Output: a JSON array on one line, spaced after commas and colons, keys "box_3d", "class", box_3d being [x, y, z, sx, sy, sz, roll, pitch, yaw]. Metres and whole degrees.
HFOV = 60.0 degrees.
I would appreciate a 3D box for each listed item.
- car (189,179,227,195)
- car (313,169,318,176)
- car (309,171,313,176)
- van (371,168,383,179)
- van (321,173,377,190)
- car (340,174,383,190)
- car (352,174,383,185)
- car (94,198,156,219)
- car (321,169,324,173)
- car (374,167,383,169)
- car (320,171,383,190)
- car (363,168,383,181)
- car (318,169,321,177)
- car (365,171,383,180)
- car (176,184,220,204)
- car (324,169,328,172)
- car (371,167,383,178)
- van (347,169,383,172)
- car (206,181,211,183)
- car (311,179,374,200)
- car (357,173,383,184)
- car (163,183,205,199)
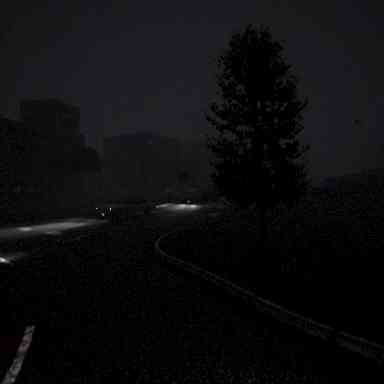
[{"box_3d": [2.177, -0.685, 44.259, 4.553, 1.767, 2.185, -2, 4, 14], "class": "car"}, {"box_3d": [27.023, -4.127, 80.501, 5.008, 1.535, 2.097, -2, 4, 15], "class": "car"}, {"box_3d": [25.369, -4.029, 78.080, 4.553, 1.767, 2.185, -2, 4, 15], "class": "car"}, {"box_3d": [36.544, -3.536, 62.787, 4.442, 1.987, 1.878, -1, 4, 15], "class": "van"}, {"box_3d": [15.659, -0.579, 33.552, 4.442, 1.987, 1.878, -1, 4, 16], "class": "van"}, {"box_3d": [20.805, -1.215, 40.848, 4.553, 1.767, 2.185, -1, 4, 16], "class": "car"}, {"box_3d": [26.115, -1.829, 48.117, 4.892, 1.521, 2.231, -1, 5, 16], "class": "car"}, {"box_3d": [-4.902, 1.134, 24.825, 1.895, 1.301, 4.718, 0, 3, 35], "class": "car"}, {"box_3d": [30.184, -4.551, 85.355, 5.366, 1.575, 1.946, -2, 3, 15], "class": "car"}, {"box_3d": [29.617, -2.575, 52.984, 5.566, 2.045, 2.435, -1, 4, 15], "class": "car"}, {"box_3d": [17.277, -0.848, 35.998, 5.566, 2.045, 2.435, 0, 5, 16], "class": "car"}, {"box_3d": [33.060, -3.069, 57.895, 5.566, 2.045, 2.435, -1, 4, 15], "class": "car"}, {"box_3d": [28.683, -4.341, 82.908, 5.008, 1.535, 2.097, -2, 3, 15], "class": "car"}, {"box_3d": [34.559, -3.065, 60.420, 5.366, 1.575, 1.946, -1, 5, 15], "class": "car"}, {"box_3d": [1.124, 0.308, 33.657, 2.033, 1.411, 5.357, 0, 5, 34], "class": "car"}, {"box_3d": [31.995, -5.005, 87.696, 5.566, 2.045, 2.435, -2, 3, 15], "class": "car"}, {"box_3d": [39.857, -4.036, 67.715, 5.566, 2.045, 2.435, -1, 4, 15], "class": "car"}, {"box_3d": [22.706, -1.563, 43.222, 4.442, 1.987, 1.878, -1, 4, 16], "class": "van"}, {"box_3d": [0.536, -0.290, 41.841, 4.792, 1.488, 2.163, -2, 3, 14], "class": "car"}, {"box_3d": [13.788, -0.107, 31.188, 5.008, 1.535, 2.097, -1, 4, 16], "class": "car"}, {"box_3d": [27.883, -2.048, 50.557, 4.792, 1.488, 2.163, -1, 4, 16], "class": "car"}, {"box_3d": [-1.142, -0.037, 39.413, 4.674, 1.452, 2.002, -2, 3, 14], "class": "car"}]
